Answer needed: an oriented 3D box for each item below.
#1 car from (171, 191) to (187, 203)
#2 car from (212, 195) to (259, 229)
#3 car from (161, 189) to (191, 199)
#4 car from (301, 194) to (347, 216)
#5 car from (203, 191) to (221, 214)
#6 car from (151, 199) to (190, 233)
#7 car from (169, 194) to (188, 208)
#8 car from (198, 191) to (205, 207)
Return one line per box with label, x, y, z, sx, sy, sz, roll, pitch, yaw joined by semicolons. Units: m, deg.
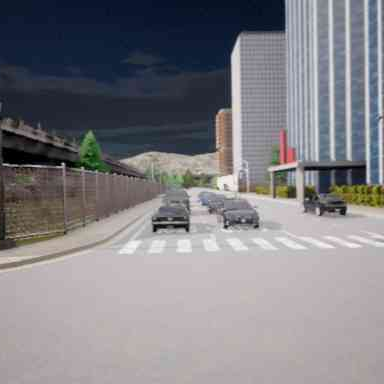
car;-1.762;0.718;47.622;2.128;1.511;4.902;-1;1;-1
car;2.442;1.128;18.624;1.837;1.490;4.892;-1;1;-1
car;-1.303;0.769;27.586;2.150;2.045;5.566;-1;1;-1
car;9.488;0.901;24.244;1.837;1.490;4.892;-1;1;-1
car;2.201;0.981;27.849;1.837;1.490;4.892;-1;1;-1
car;-1.070;1.304;17.841;1.895;1.301;4.718;-1;1;-1
car;-1.525;0.951;37.613;1.994;1.385;4.181;-1;1;-1
car;1.969;0.798;37.571;1.882;1.535;5.008;-1;1;-1
